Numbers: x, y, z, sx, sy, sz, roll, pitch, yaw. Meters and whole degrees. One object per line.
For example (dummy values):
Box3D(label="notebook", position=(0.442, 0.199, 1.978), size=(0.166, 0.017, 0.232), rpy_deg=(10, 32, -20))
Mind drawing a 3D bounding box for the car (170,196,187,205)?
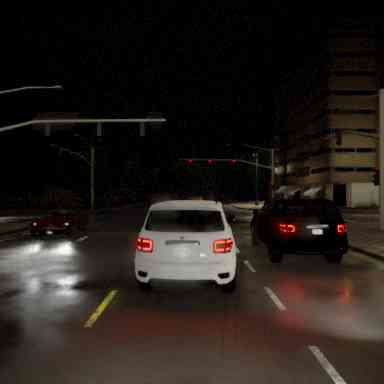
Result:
Box3D(label="car", position=(-2.436, 1.505, 60.782), size=(1.837, 1.490, 4.892), rpy_deg=(0, 0, 13))

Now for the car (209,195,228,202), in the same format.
Box3D(label="car", position=(6.367, 1.525, 78.940), size=(2.128, 1.511, 4.902), rpy_deg=(0, 0, 38))

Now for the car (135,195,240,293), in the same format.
Box3D(label="car", position=(0.015, 1.221, 9.090), size=(2.150, 2.045, 5.566), rpy_deg=(0, 0, 4))

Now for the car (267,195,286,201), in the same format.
Box3D(label="car", position=(21.827, 1.524, 86.198), size=(4.674, 1.442, 1.812), rpy_deg=(0, 0, -22))

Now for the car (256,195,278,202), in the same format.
Box3D(label="car", position=(18.189, 1.540, 80.172), size=(5.357, 1.411, 2.033), rpy_deg=(0, 0, -34))

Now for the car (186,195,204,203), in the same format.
Box3D(label="car", position=(0.651, 1.478, 70.309), size=(1.882, 1.535, 5.008), rpy_deg=(0, 0, 23))

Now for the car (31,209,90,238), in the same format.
Box3D(label="car", position=(-6.892, 1.601, 17.845), size=(1.895, 1.301, 4.718), rpy_deg=(0, 0, -6))

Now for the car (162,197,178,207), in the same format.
Box3D(label="car", position=(-3.371, 1.505, 51.545), size=(1.837, 1.490, 4.892), rpy_deg=(0, 0, 3))

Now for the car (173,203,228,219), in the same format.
Box3D(label="car", position=(0.735, 1.621, 29.327), size=(4.718, 1.301, 1.895), rpy_deg=(0, 0, 0))

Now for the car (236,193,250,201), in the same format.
Box3D(label="car", position=(13.060, 1.225, 80.679), size=(5.566, 2.045, 2.150), rpy_deg=(0, 0, -41))

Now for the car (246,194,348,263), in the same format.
Box3D(label="car", position=(3.576, 1.221, 12.116), size=(2.150, 2.045, 5.566), rpy_deg=(0, 0, 0))
